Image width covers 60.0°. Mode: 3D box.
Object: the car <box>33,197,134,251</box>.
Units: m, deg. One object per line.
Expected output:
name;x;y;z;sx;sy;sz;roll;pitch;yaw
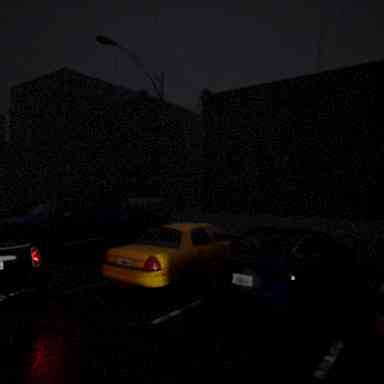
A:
car;-4.540;1.230;12.222;2.435;2.045;5.566;0;0;36

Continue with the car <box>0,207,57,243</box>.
car;-8.994;1.530;15.472;2.002;1.452;4.674;0;0;36

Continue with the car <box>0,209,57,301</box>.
car;-5.220;1.352;7.150;4.553;1.767;2.097;0;0;36

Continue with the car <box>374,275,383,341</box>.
car;4.530;1.476;5.946;1.946;1.575;5.366;0;0;36

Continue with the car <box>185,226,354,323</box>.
car;2.203;1.508;7.431;2.163;1.488;4.792;0;0;36

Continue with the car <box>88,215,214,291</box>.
car;0.057;1.475;9.171;1.946;1.575;5.366;0;0;36
